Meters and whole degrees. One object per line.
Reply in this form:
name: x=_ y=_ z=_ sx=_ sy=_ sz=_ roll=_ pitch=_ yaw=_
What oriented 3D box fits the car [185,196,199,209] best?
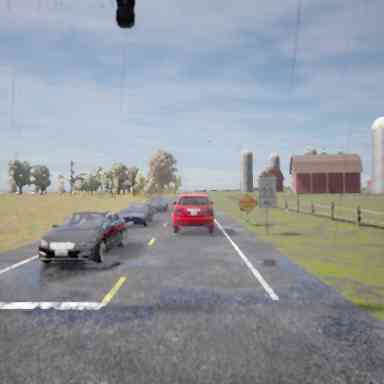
car: x=-0.006 y=1.291 z=44.269 sx=1.837 sy=1.490 sz=4.892 roll=0 pitch=1 yaw=0

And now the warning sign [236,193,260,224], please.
warning sign: x=3.532 y=1.026 z=21.121 sx=1.300 sy=1.860 sz=1.060 roll=0 pitch=0 yaw=0

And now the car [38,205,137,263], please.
car: x=-3.591 y=1.433 z=11.767 sx=2.128 sy=1.511 sz=4.902 roll=0 pitch=0 yaw=2

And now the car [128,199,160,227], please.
car: x=-3.607 y=1.438 z=22.249 sx=2.033 sy=1.411 sz=5.357 roll=0 pitch=0 yaw=0

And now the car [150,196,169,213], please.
car: x=-3.603 y=1.181 z=34.488 sx=2.097 sy=1.767 sz=4.553 roll=0 pitch=0 yaw=0

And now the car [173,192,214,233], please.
car: x=0.089 y=1.134 z=19.235 sx=2.150 sy=2.045 sz=5.566 roll=0 pitch=0 yaw=0
